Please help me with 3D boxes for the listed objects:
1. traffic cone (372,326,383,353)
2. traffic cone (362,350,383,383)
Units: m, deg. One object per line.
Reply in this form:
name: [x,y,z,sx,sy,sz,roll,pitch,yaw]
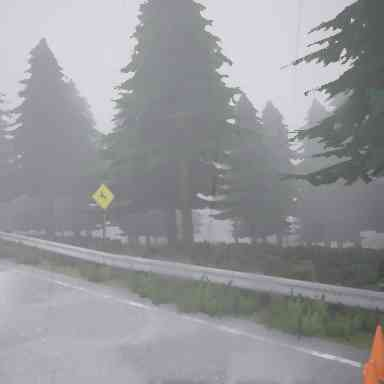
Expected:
traffic cone: [2.323,1.956,4.120,0.340,0.580,0.340,0,0,34]
traffic cone: [1.777,1.956,3.285,0.340,0.580,0.340,0,0,34]
